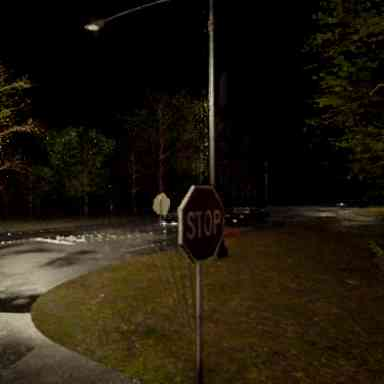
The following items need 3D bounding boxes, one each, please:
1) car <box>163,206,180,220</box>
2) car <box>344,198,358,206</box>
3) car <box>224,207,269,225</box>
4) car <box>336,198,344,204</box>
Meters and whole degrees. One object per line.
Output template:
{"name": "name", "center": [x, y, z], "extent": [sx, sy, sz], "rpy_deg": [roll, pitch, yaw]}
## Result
{"name": "car", "center": [-0.490, 1.967, 31.961], "extent": [2.033, 1.411, 5.357], "rpy_deg": [-1, -1, 36]}
{"name": "car", "center": [33.032, 2.043, 68.568], "extent": [1.882, 1.535, 5.008], "rpy_deg": [-1, -1, 28]}
{"name": "car", "center": [4.557, 1.894, 27.008], "extent": [1.895, 1.301, 4.718], "rpy_deg": [-1, -1, 36]}
{"name": "car", "center": [38.648, 2.243, 85.849], "extent": [2.128, 1.511, 4.902], "rpy_deg": [-1, -1, 36]}
